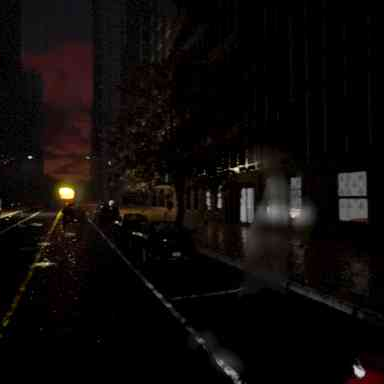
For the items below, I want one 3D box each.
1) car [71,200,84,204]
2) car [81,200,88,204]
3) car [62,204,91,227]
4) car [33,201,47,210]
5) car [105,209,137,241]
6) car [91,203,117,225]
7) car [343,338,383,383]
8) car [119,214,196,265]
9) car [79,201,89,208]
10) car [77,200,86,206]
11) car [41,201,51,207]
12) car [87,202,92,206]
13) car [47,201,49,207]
[{"bbox_3d":[-14.367,2.139,40.057,1.837,1.490,4.892,-1,0,-20],"label":"car"},{"bbox_3d":[-17.127,2.366,54.929,1.887,1.381,4.507,0,-1,-20],"label":"car"},{"bbox_3d":[-9.551,1.959,27.129,1.812,1.442,4.674,-1,-1,-21],"label":"car"},{"bbox_3d":[-28.956,2.593,62.675,1.887,1.381,4.507,0,-1,-20],"label":"car"},{"bbox_3d":[-3.219,1.798,17.591,2.008,1.369,4.403,0,-1,-20],"label":"car"},{"bbox_3d":[-7.194,1.854,28.261,1.967,1.590,4.097,0,-1,-20],"label":"car"},{"bbox_3d":[2.742,1.566,1.590,1.802,1.307,4.206,-1,-1,-20],"label":"car"},{"bbox_3d":[-1.232,1.713,12.258,2.008,1.369,4.403,0,-1,-20],"label":"car"},{"bbox_3d":[-23.088,2.619,70.929,1.947,1.339,4.313,0,-1,-20],"label":"car"},{"bbox_3d":[-27.062,2.770,81.596,1.947,1.339,4.313,0,-1,-20],"label":"car"},{"bbox_3d":[-36.904,2.917,84.012,1.947,1.339,4.313,0,-1,-20],"label":"car"},{"bbox_3d":[-9.181,1.937,33.594,1.967,1.590,4.097,0,-1,-20],"label":"car"},{"bbox_3d":[-30.943,2.707,68.010,1.802,1.307,4.206,0,-1,-20],"label":"car"}]
